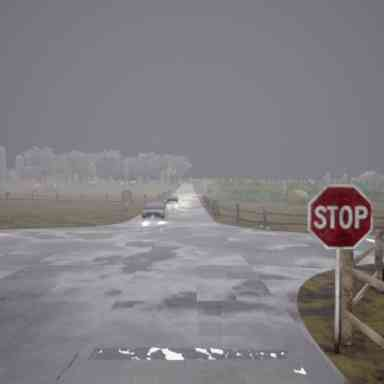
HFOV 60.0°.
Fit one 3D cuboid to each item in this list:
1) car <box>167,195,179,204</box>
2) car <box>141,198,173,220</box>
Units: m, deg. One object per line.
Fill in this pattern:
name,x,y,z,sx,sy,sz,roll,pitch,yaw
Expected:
car,-3.170,1.128,53.913,1.895,1.301,4.718,0,1,0
car,-2.972,1.480,27.740,2.033,1.411,5.357,0,0,0
